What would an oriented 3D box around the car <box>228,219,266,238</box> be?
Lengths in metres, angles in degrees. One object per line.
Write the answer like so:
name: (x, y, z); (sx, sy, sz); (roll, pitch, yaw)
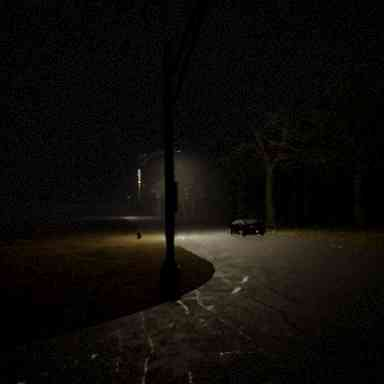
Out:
car: (4.531, 3.025, 28.295); (2.128, 1.511, 4.902); (-1, -4, -13)
